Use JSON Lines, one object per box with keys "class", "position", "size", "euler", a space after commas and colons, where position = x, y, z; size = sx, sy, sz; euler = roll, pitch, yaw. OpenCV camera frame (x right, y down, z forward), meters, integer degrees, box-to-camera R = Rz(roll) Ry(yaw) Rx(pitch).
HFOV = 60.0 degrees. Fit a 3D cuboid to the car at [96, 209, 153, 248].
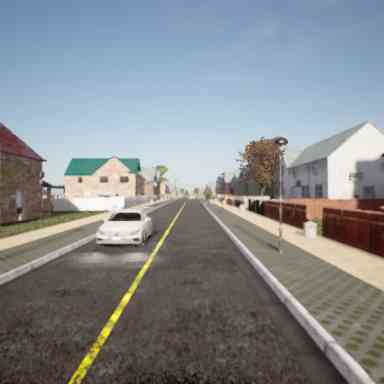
{"class": "car", "position": [-2.813, 1.490, 14.793], "size": [1.812, 1.442, 4.674], "euler": [0, 0, 0]}
